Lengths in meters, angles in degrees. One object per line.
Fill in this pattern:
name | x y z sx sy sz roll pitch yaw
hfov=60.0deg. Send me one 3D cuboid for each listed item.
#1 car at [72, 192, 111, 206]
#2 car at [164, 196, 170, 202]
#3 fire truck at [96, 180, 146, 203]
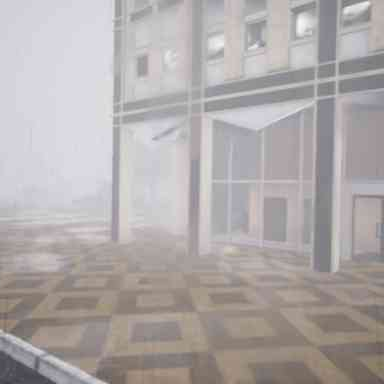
car | -14.297 1.140 46.429 1.882 1.535 5.008 2 1 38
car | -3.032 1.221 60.599 1.812 1.442 4.674 2 1 38
fire truck | -11.602 -0.080 54.935 2.891 3.827 8.468 2 1 38
